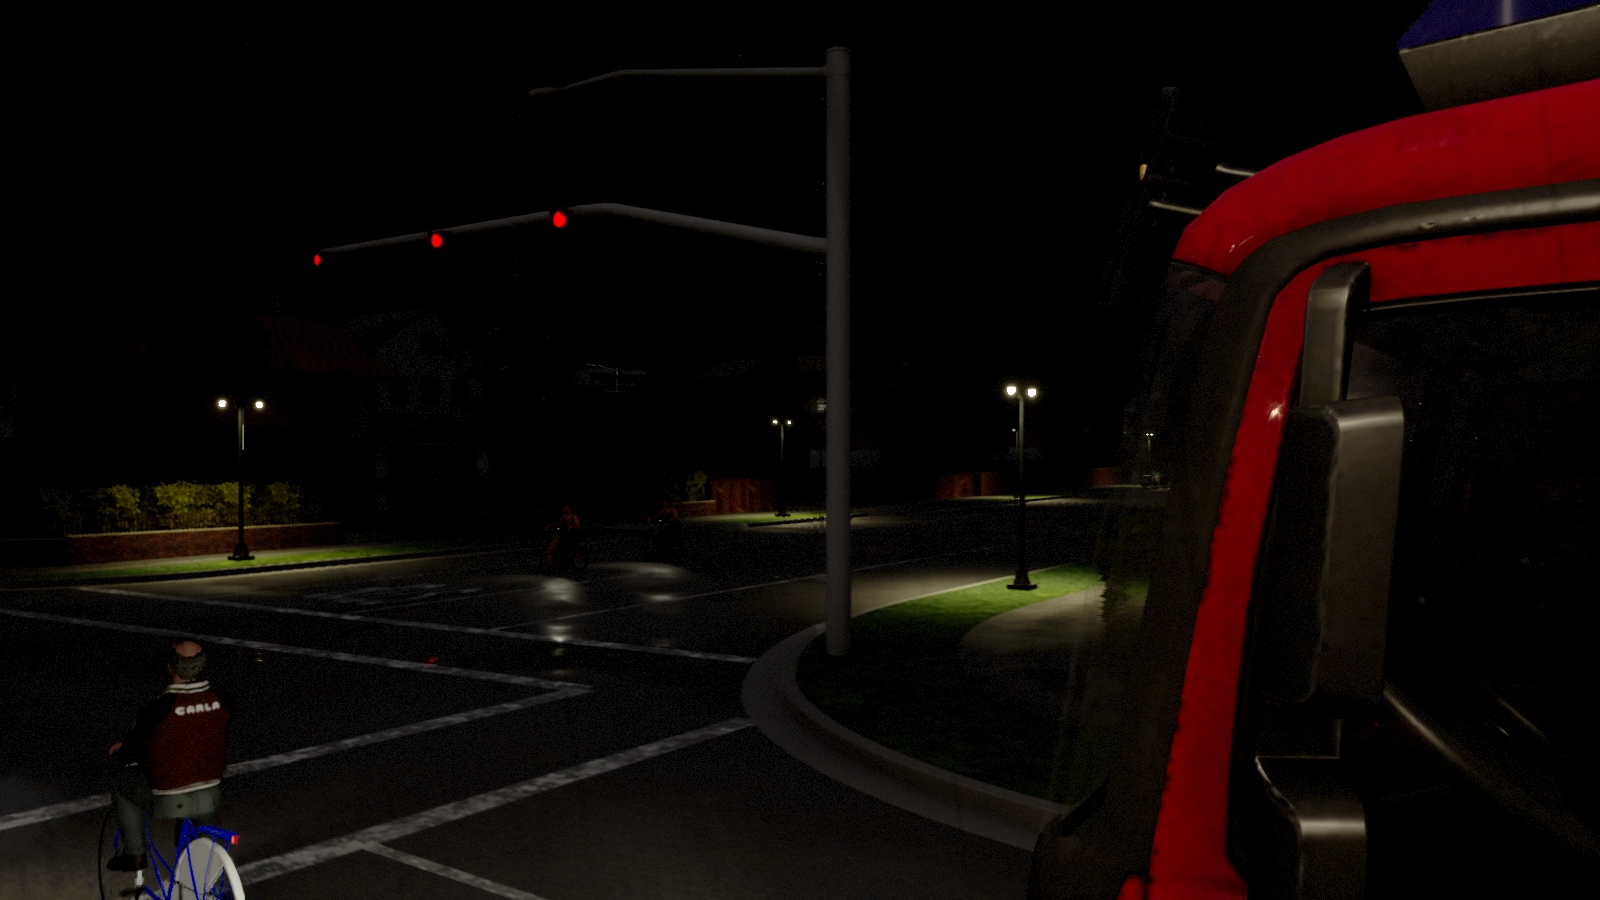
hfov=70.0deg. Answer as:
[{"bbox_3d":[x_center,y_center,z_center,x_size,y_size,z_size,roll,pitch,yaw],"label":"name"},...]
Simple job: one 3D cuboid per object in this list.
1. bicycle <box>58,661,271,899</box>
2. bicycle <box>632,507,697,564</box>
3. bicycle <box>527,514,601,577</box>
[{"bbox_3d":[-3.576,2.049,6.353,1.835,1.496,0.329,0,-1,38],"label":"bicycle"},{"bbox_3d":[-3.435,2.149,29.034,0.859,1.301,1.487,0,0,34],"label":"bicycle"},{"bbox_3d":[-5.371,2.149,26.062,0.859,1.301,1.487,0,0,35],"label":"bicycle"}]
